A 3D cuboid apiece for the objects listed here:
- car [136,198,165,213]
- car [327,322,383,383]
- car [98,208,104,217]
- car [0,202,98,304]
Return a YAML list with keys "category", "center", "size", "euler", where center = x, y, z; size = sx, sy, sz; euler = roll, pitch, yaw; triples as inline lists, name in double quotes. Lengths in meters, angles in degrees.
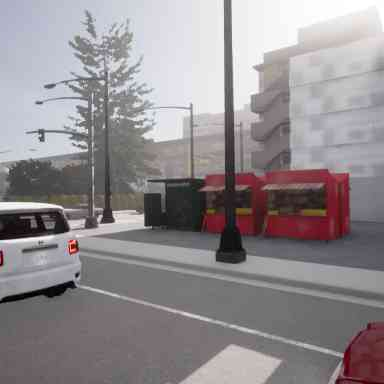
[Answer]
- category: "car"
  center: [-4.185, 1.483, 37.641]
  size: [2.097, 1.767, 4.553]
  euler: [-1, -1, 36]
- category: "car"
  center: [3.204, 1.601, 1.698]
  size: [4.718, 1.301, 1.895]
  euler: [0, 0, 35]
- category: "car"
  center: [-10.147, 1.733, 29.428]
  size: [1.895, 1.301, 4.718]
  euler: [-1, -1, 36]
- category: "car"
  center: [-4.811, 1.234, 7.382]
  size: [5.566, 2.045, 2.150]
  euler: [0, 0, 36]
